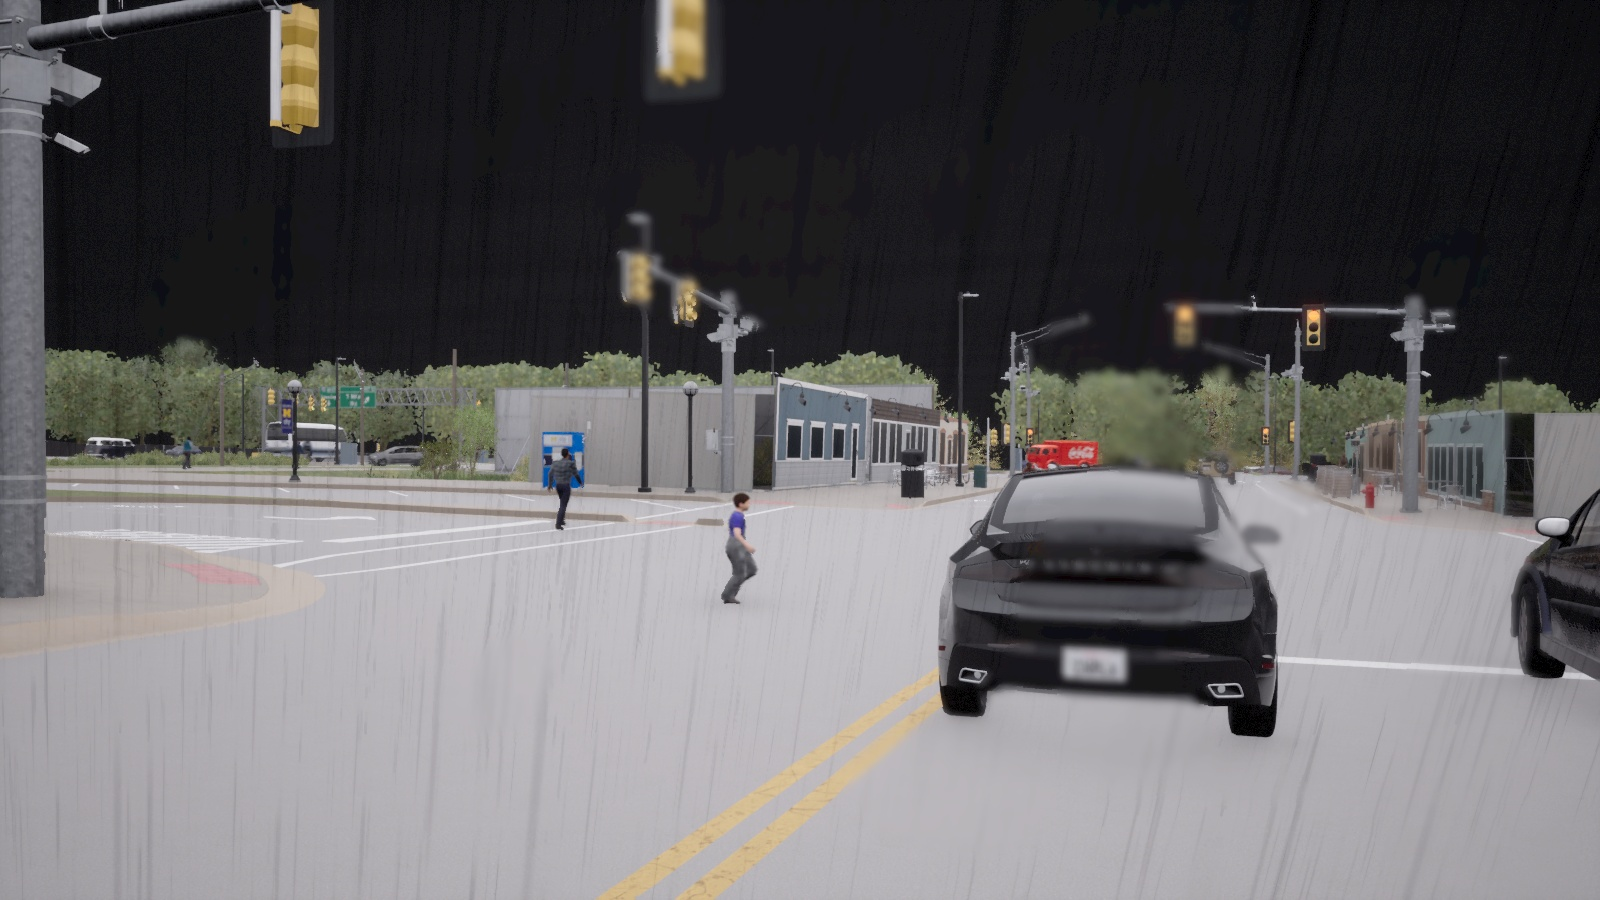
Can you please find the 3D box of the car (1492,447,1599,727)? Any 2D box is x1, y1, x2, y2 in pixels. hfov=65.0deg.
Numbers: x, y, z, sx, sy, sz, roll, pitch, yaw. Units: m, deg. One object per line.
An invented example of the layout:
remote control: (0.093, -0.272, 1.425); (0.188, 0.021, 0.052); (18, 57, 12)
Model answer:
car: (5.806, 0.822, 7.885); (1.851, 1.617, 3.988); (1, -1, 18)

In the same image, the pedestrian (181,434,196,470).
pedestrian: (-33.037, 0.087, 67.834); (0.396, 1.930, 0.692); (1, 1, 17)

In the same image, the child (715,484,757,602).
child: (-0.700, 1.008, 13.659); (0.437, 1.263, 0.270); (0, 1, -6)

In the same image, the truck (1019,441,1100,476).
truck: (18.996, 0.589, 91.820); (5.204, 2.467, 2.627); (0, 2, -25)

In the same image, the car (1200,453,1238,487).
car: (23.680, 1.096, 71.104); (1.932, 1.855, 4.605); (1, 0, 17)

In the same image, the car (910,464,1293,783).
car: (2.155, 0.886, 8.577); (1.837, 1.490, 4.892); (1, -1, 17)

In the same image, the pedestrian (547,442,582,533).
pedestrian: (-5.175, 0.807, 27.618); (0.423, 1.949, 0.788); (1, 1, 16)
